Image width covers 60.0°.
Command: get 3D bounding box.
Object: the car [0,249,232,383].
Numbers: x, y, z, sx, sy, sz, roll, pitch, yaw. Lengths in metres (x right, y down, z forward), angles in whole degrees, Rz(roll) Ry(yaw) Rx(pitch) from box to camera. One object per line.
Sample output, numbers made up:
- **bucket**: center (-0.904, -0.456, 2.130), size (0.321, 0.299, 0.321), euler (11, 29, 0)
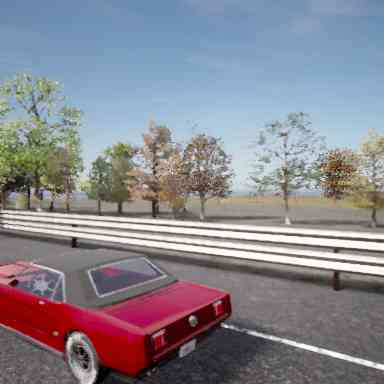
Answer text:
- **car**: center (-1.850, 1.618, 5.355), size (4.718, 1.301, 1.895), euler (0, 0, 36)
